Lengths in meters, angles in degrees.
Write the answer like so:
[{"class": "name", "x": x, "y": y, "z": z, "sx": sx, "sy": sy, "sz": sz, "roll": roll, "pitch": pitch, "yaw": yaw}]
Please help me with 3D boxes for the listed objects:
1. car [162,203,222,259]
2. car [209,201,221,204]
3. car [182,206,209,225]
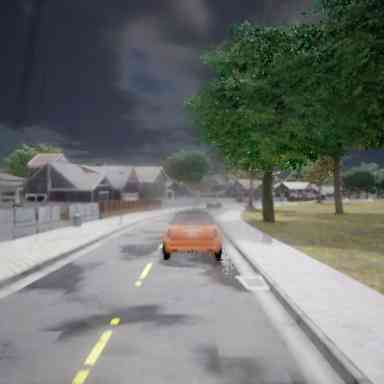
[{"class": "car", "x": 0.027, "y": 1.494, "z": 13.411, "sx": 2.097, "sy": 1.767, "sz": 4.553, "roll": 0, "pitch": -1, "yaw": 0}, {"class": "car", "x": 3.989, "y": 2.333, "z": 60.006, "sx": 2.033, "sy": 1.411, "sz": 5.357, "roll": 0, "pitch": -1, "yaw": 19}, {"class": "car", "x": 0.405, "y": 1.953, "z": 28.169, "sx": 1.895, "sy": 1.301, "sz": 4.718, "roll": 0, "pitch": -1, "yaw": 5}]
